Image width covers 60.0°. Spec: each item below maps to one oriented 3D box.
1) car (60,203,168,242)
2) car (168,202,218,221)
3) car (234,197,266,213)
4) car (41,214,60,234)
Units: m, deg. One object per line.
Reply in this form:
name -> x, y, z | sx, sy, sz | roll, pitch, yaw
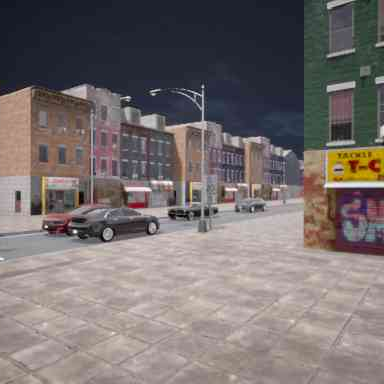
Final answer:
car -> -3.595, 1.443, 16.210 | 1.837, 1.490, 4.892 | 0, 0, 36
car -> 0.120, 1.473, 26.291 | 1.895, 1.301, 4.718 | 0, 0, 36
car -> 6.156, 1.323, 34.679 | 1.837, 1.490, 4.892 | 0, 0, 36
car -> -5.665, 1.403, 18.203 | 1.882, 1.535, 5.008 | 0, 0, 34
